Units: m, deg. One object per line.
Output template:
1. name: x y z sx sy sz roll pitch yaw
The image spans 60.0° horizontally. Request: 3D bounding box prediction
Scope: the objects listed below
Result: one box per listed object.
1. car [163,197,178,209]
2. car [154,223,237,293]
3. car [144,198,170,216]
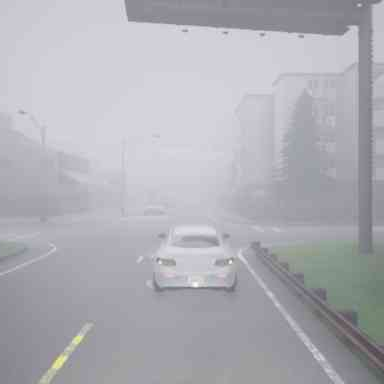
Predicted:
1. car: -3.678 1.518 49.675 2.097 1.767 4.553 0 0 0
2. car: 0.067 1.555 8.804 1.812 1.442 4.674 0 0 0
3. car: -3.703 1.641 34.422 1.812 1.442 4.674 0 0 1
